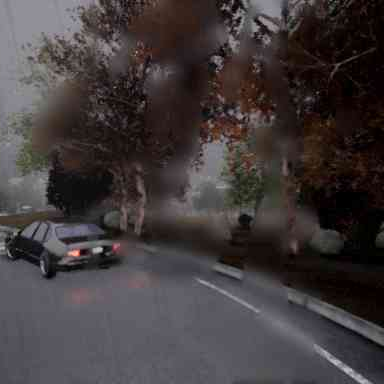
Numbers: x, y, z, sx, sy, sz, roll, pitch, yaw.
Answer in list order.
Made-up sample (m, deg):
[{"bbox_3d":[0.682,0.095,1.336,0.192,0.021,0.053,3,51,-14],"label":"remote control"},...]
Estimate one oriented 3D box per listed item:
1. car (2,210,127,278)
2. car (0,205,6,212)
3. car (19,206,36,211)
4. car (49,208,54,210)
[{"bbox_3d":[-4.051,1.496,10.139,2.033,1.411,5.357,-1,1,-43],"label":"car"},{"bbox_3d":[-27.761,2.263,46.453,1.994,1.385,4.181,-1,-4,-9],"label":"car"},{"bbox_3d":[-30.233,3.275,61.276,1.882,1.535,5.008,-1,-4,-10],"label":"car"},{"bbox_3d":[-27.826,3.828,67.966,1.895,1.301,4.718,-1,-4,-10],"label":"car"}]
